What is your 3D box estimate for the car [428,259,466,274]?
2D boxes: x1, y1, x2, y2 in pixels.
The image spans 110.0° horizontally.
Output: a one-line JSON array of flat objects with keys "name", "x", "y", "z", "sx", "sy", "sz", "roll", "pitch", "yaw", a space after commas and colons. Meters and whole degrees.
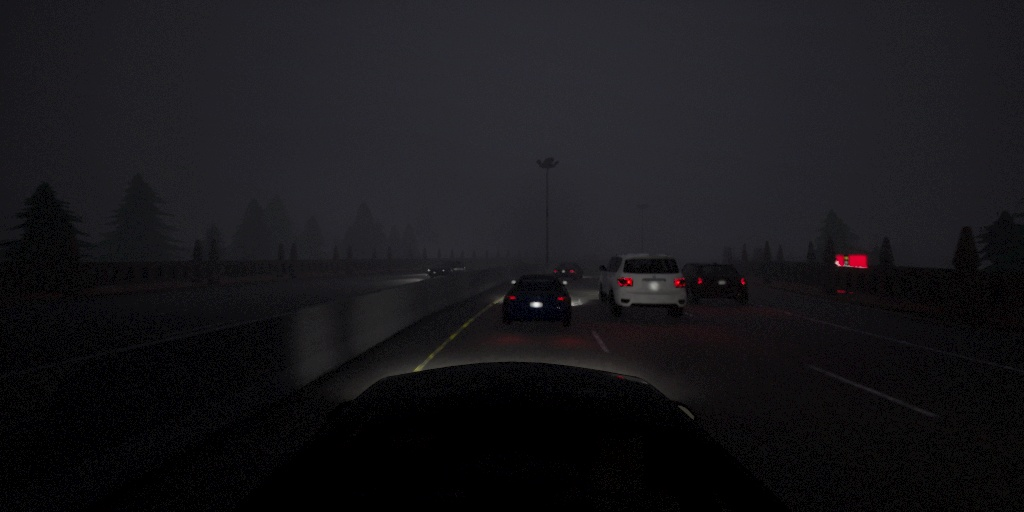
[{"name": "car", "x": -6.904, "y": 1.115, "z": 38.725, "sx": 1.812, "sy": 1.442, "sz": 4.674, "roll": 0, "pitch": 0, "yaw": 22}]

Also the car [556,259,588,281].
[{"name": "car", "x": 4.608, "y": 1.182, "z": 28.990, "sx": 2.033, "sy": 1.411, "sz": 5.357, "roll": 0, "pitch": 0, "yaw": 18}]

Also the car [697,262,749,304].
[{"name": "car", "x": 8.638, "y": 1.055, "z": 16.211, "sx": 2.097, "sy": 1.767, "sz": 4.553, "roll": 0, "pitch": 0, "yaw": 10}]

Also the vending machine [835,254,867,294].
[{"name": "vending machine", "x": 16.747, "y": 0.904, "z": 17.750, "sx": 1.100, "sy": 2.100, "sz": 0.880, "roll": 0, "pitch": 0, "yaw": 13}]

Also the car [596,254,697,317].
[{"name": "car", "x": 4.541, "y": 0.930, "z": 13.175, "sx": 2.150, "sy": 2.045, "sz": 5.566, "roll": 0, "pitch": 0, "yaw": 8}]

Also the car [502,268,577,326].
[{"name": "car", "x": 0.864, "y": 1.270, "z": 11.627, "sx": 1.994, "sy": 1.385, "sz": 4.181, "roll": 0, "pitch": 0, "yaw": 6}]

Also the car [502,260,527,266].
[{"name": "car", "x": 0.319, "y": 1.123, "z": 37.961, "sx": 1.812, "sy": 1.442, "sz": 4.674, "roll": 0, "pitch": 0, "yaw": 22}]

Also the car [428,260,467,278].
[{"name": "car", "x": -5.626, "y": 1.116, "z": 31.795, "sx": 1.837, "sy": 1.490, "sz": 4.892, "roll": 0, "pitch": 0, "yaw": 18}]
